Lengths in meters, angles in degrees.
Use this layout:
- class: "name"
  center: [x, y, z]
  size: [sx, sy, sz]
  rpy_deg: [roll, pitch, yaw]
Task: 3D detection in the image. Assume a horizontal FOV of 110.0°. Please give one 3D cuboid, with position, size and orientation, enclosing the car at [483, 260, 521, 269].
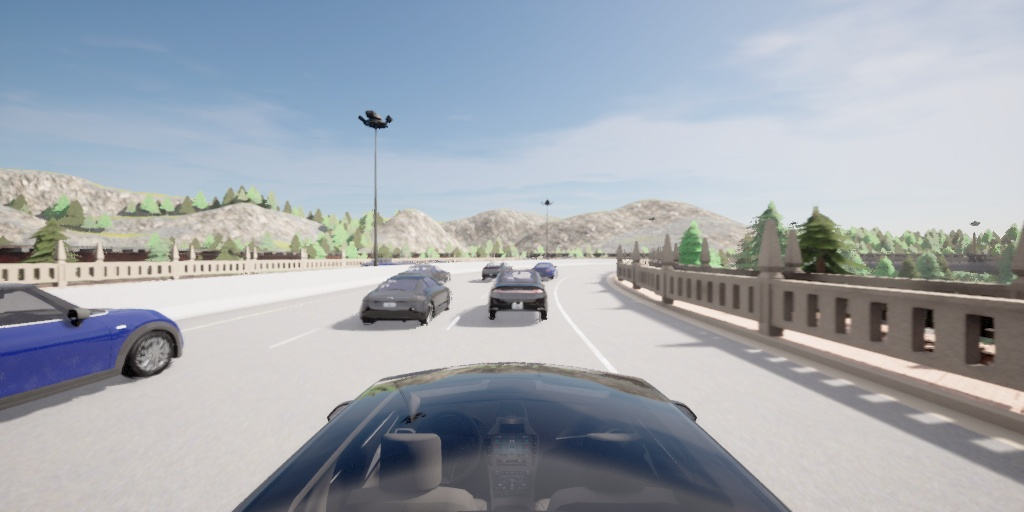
- class: "car"
  center: [-1.042, 1.207, 29.272]
  size: [2.128, 1.511, 4.902]
  rpy_deg: [0, 0, 13]

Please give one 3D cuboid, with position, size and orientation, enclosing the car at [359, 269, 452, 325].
- class: "car"
  center: [-3.272, 1.302, 11.814]
  size: [1.994, 1.385, 4.181]
  rpy_deg: [0, 0, 2]

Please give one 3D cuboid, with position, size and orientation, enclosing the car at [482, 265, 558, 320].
- class: "car"
  center: [0.257, 1.228, 12.654]
  size: [2.128, 1.511, 4.902]
  rpy_deg: [0, 0, 2]

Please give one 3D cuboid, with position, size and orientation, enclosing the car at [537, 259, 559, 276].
- class: "car"
  center: [2.800, 1.240, 30.467]
  size: [1.812, 1.442, 4.674]
  rpy_deg: [0, 0, 13]

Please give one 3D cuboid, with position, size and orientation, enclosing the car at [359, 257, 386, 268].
- class: "car"
  center: [-15.791, 1.051, 42.168]
  size: [2.097, 1.767, 4.553]
  rpy_deg: [0, 0, 18]

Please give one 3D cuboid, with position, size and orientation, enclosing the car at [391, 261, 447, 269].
- class: "car"
  center: [-5.697, 1.270, 23.861]
  size: [2.033, 1.411, 5.357]
  rpy_deg: [0, 0, 9]

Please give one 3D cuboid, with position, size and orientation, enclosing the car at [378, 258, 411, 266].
- class: "car"
  center: [-12.578, 1.249, 41.031]
  size: [2.033, 1.411, 5.357]
  rpy_deg: [0, 0, 18]

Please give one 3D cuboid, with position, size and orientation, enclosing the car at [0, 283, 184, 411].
- class: "car"
  center: [-6.899, 1.099, 4.475]
  size: [2.097, 1.767, 4.553]
  rpy_deg: [0, 0, 0]
